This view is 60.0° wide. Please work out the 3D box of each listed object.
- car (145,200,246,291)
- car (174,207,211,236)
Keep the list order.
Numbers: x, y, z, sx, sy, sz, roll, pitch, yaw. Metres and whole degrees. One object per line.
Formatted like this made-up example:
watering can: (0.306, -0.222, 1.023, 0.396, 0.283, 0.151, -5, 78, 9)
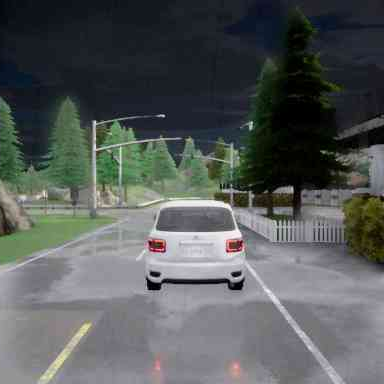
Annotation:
car: (0.064, 1.221, 9.131, 2.150, 2.045, 5.566, 0, 0, 0)
car: (0.016, 1.601, 19.222, 1.895, 1.301, 4.718, 0, 0, 0)
